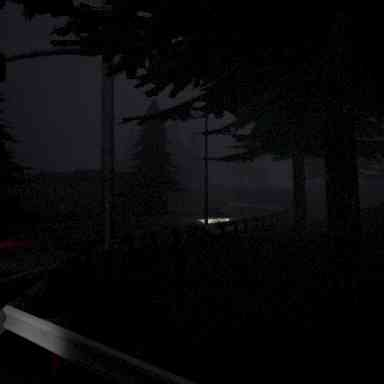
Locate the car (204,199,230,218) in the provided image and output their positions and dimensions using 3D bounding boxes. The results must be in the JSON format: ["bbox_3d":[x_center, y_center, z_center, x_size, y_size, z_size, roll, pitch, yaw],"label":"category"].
[{"bbox_3d":[2.417,1.445,30.538,1.882,1.535,5.008,1,0,11],"label":"car"}]
